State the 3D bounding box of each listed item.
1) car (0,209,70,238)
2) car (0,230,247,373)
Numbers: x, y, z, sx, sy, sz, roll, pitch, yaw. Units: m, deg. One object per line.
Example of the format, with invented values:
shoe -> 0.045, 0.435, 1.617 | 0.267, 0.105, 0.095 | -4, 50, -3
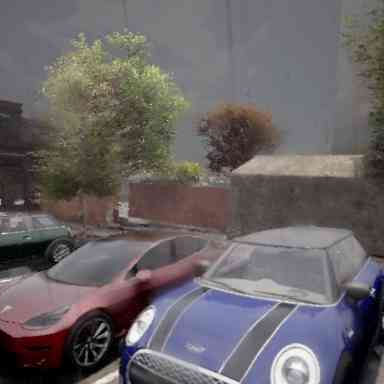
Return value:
car -> -5.718, 1.368, 9.394 | 2.185, 1.767, 4.553 | 0, 0, 35
car -> -1.103, 1.515, 6.029 | 2.163, 1.488, 4.792 | 0, 0, 36
